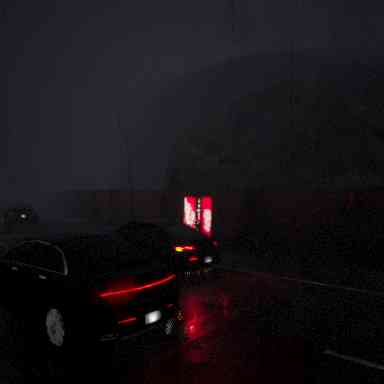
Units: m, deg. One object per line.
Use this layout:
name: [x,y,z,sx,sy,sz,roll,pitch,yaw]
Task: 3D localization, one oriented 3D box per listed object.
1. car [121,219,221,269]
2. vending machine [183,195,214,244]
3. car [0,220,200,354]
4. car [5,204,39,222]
car: [-1.293,1.525,9.934,4.674,1.442,1.812,0,0,42]
vending machine: [0.299,1.195,15.025,1.100,2.100,0.880,0,0,-45]
car: [-2.371,1.504,6.234,4.892,1.490,1.837,0,0,41]
car: [-12.109,1.563,23.577,1.994,1.385,4.181,0,0,-30]
